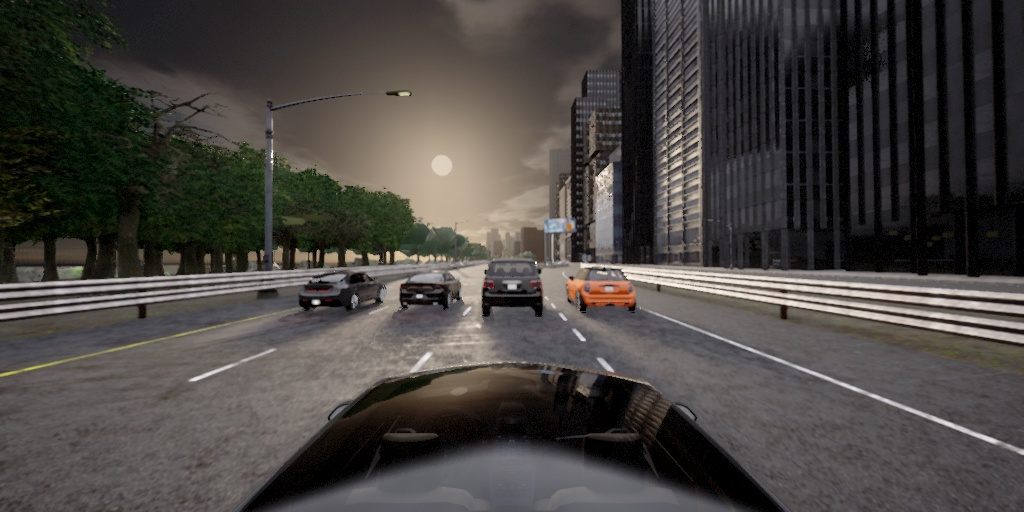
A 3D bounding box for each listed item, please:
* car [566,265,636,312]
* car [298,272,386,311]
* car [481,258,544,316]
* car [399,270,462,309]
[{"bbox_3d":[3.547,1.241,15.101,2.097,1.767,4.553,0,-1,1],"label":"car"},{"bbox_3d":[-6.953,1.398,15.198,1.837,1.490,4.892,0,0,1],"label":"car"},{"bbox_3d":[0.031,1.106,14.269,2.150,2.045,5.566,0,0,1],"label":"car"},{"bbox_3d":[-3.443,1.376,15.920,1.882,1.535,5.008,0,0,1],"label":"car"}]
